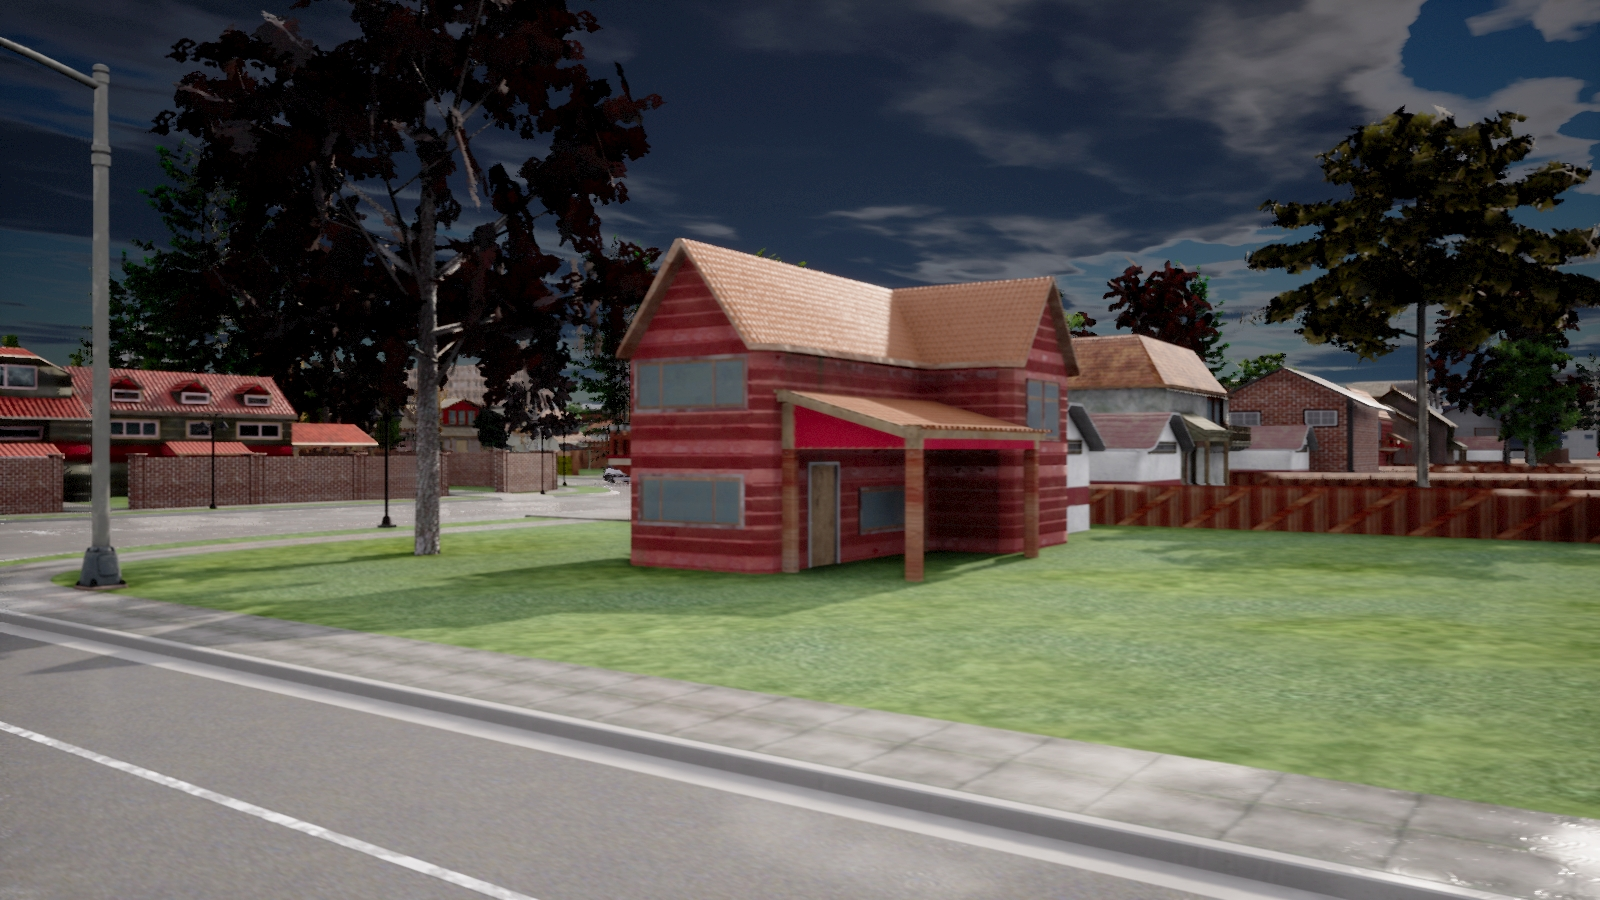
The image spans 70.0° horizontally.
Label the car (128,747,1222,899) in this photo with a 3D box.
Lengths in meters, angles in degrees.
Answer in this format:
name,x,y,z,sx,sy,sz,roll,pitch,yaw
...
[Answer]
name,x,y,z,sx,sy,sz,roll,pitch,yaw
car,0.497,2.105,2.899,5.357,1.411,2.033,0,0,39
